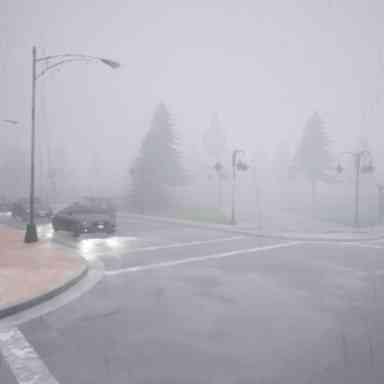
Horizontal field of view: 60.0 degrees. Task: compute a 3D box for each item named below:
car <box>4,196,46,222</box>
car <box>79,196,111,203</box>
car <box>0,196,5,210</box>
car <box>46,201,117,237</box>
[{"bbox_3d":[-11.321,1.176,23.470,2.128,1.511,4.902,1,0,-41],"label":"car"},{"bbox_3d":[-7.528,1.101,24.766,2.097,1.767,4.553,1,0,-41],"label":"car"},{"bbox_3d":[-17.850,1.100,30.946,1.994,1.385,4.181,1,0,-41],"label":"car"},{"bbox_3d":[-5.487,1.382,16.792,1.994,1.385,4.181,1,0,-41],"label":"car"}]
